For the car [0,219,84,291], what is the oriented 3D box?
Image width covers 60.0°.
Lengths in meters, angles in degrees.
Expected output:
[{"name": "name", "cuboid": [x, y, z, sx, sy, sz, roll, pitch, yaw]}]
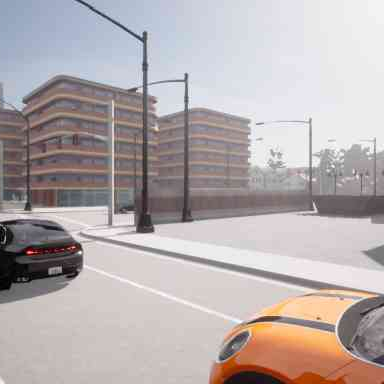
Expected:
[{"name": "car", "cuboid": [-4.708, 1.505, 9.187, 1.837, 1.490, 4.892, 0, 0, -43]}]

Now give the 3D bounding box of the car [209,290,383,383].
[{"name": "car", "cuboid": [2.302, 1.352, 2.314, 4.553, 1.767, 2.097, 0, 0, 40]}]

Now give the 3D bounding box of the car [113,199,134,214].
[{"name": "car", "cuboid": [-6.304, 1.491, 34.998, 4.902, 1.511, 2.128, 0, 0, -44]}]
